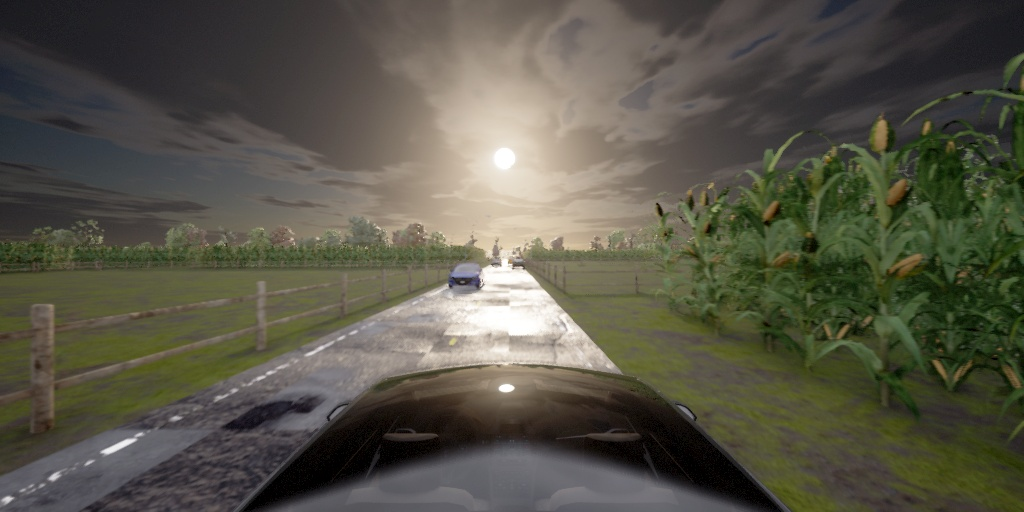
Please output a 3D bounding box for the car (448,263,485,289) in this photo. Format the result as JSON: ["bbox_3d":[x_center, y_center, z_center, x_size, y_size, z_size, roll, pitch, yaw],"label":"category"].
[{"bbox_3d":[-2.832,1.213,23.049,1.882,1.535,5.008,0,0,0],"label":"car"}]

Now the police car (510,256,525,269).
[{"bbox_3d":[1.002,1.120,56.267,1.930,1.638,5.238,0,0,0],"label":"police car"}]

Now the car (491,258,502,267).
[{"bbox_3d":[-2.730,1.198,63.675,1.837,1.490,4.892,0,0,1],"label":"car"}]
